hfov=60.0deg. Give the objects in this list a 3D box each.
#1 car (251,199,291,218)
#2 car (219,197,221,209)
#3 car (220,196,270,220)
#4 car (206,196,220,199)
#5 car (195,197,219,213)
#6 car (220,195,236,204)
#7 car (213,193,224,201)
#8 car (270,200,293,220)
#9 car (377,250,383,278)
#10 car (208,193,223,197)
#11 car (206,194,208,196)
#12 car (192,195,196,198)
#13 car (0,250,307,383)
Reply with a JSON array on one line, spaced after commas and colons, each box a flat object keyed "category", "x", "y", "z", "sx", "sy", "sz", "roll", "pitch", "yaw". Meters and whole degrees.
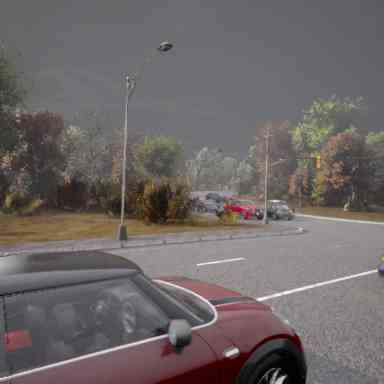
[{"category": "car", "x": 10.159, "y": 2.061, "z": 43.285, "sx": 2.150, "sy": 2.045, "sz": 5.566, "roll": 3, "pitch": 0, "yaw": -21}, {"category": "car", "x": 5.922, "y": 1.992, "z": 44.395, "sx": 2.097, "sy": 1.767, "sz": 4.553, "roll": 3, "pitch": 0, "yaw": -19}, {"category": "car", "x": 5.516, "y": 1.808, "z": 35.639, "sx": 2.150, "sy": 2.045, "sz": 5.566, "roll": 3, "pitch": -1, "yaw": -22}, {"category": "car", "x": 3.083, "y": 1.938, "z": 53.753, "sx": 1.994, "sy": 1.385, "sz": 4.181, "roll": 2, "pitch": 1, "yaw": -15}, {"category": "car", "x": 2.026, "y": 1.960, "z": 44.901, "sx": 1.837, "sy": 1.490, "sz": 4.892, "roll": 3, "pitch": 0, "yaw": -18}, {"category": "car", "x": 7.377, "y": 1.536, "z": 69.338, "sx": 2.128, "sy": 1.511, "sz": 4.902, "roll": 2, "pitch": 2, "yaw": -7}, {"category": "car", "x": 6.306, "y": 1.130, "z": 79.553, "sx": 2.128, "sy": 1.511, "sz": 4.902, "roll": 2, "pitch": 2, "yaw": -1}, {"category": "car", "x": 9.017, "y": 2.095, "z": 36.422, "sx": 2.097, "sy": 1.767, "sz": 4.553, "roll": 3, "pitch": -1, "yaw": -23}, {"category": "car", "x": 6.920, "y": 1.672, "z": 8.724, "sx": 5.357, "sy": 1.411, "sz": 2.033, "roll": 2, "pitch": -1, "yaw": -36}, {"category": "car", "x": 4.092, "y": 1.194, "z": 67.355, "sx": 2.150, "sy": 2.045, "sz": 5.566, "roll": 2, "pitch": 2, "yaw": -8}, {"category": "car", "x": 0.988, "y": 1.315, "z": 63.614, "sx": 2.097, "sy": 1.767, "sz": 4.553, "roll": 2, "pitch": 2, "yaw": -10}, {"category": "car", "x": -0.853, "y": 1.371, "z": 54.951, "sx": 2.150, "sy": 2.045, "sz": 5.566, "roll": 2, "pitch": 2, "yaw": -13}, {"category": "car", "x": -1.014, "y": 1.354, "z": 3.023, "sx": 4.553, "sy": 1.767, "sz": 2.097, "roll": 0, "pitch": 0, "yaw": -36}]
